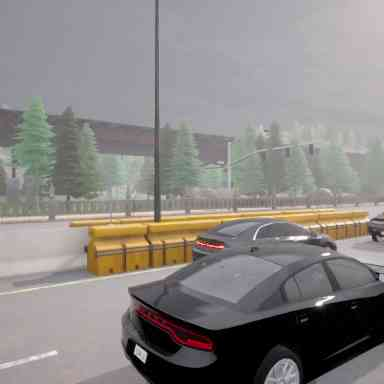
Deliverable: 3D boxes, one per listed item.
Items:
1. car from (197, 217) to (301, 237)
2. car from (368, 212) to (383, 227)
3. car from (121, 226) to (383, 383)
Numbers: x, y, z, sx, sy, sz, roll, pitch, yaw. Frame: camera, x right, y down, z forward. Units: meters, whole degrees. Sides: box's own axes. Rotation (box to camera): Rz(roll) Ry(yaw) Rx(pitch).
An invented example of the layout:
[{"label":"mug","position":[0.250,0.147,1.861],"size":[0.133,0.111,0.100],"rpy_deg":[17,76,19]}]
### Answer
[{"label":"car","position":[2.263,1.505,9.663],"size":[4.892,1.490,1.837],"rpy_deg":[0,0,-35]},{"label":"car","position":[9.931,1.491,15.135],"size":[4.902,1.511,2.128],"rpy_deg":[0,0,-36]},{"label":"car","position":[1.494,1.478,4.812],"size":[5.008,1.535,1.882],"rpy_deg":[0,0,-36]}]
